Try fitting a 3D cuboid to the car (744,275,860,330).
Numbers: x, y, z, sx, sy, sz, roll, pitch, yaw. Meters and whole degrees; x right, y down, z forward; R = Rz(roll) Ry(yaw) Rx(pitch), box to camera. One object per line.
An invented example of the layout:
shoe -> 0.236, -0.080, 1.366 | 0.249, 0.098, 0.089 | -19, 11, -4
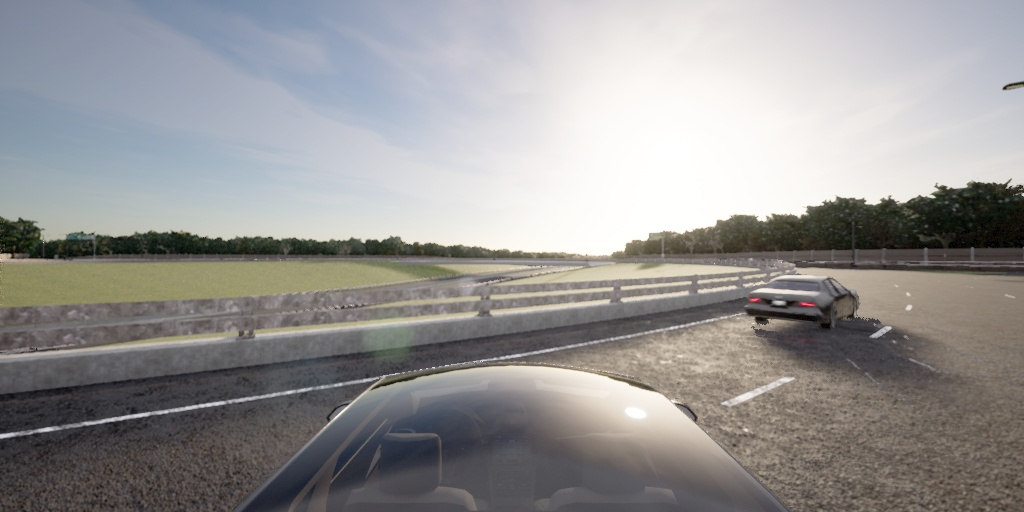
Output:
car -> 9.192, 1.315, 11.230 | 5.357, 1.411, 2.033 | 0, 0, -38
